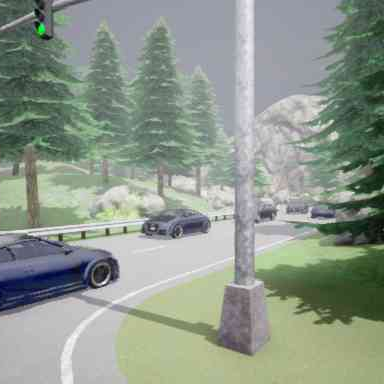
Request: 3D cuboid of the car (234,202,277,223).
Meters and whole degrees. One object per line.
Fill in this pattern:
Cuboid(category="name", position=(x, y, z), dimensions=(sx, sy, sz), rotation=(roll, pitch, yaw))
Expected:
Cuboid(category="car", position=(4.974, 1.506, 25.774), dimensions=(2.128, 1.511, 4.902), rotation=(0, 0, 35))

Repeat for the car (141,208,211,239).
Cuboid(category="car", position=(-0.748, 1.578, 17.640), dimensions=(1.994, 1.385, 4.181), rotation=(0, 0, 35))

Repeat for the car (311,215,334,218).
Cuboid(category="car", position=(12.075, 1.640, 29.659), dimensions=(1.994, 1.385, 4.181), rotation=(0, -1, 34))

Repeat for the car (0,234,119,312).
Cuboid(category="car", position=(-3.630, 1.631, 7.287), dimensions=(1.994, 1.385, 4.181), rotation=(0, -1, 35))

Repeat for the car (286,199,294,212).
Cuboid(category="car", position=(11.184, 1.518, 35.211), dimensions=(1.837, 1.490, 4.892), rotation=(0, 0, 25))
